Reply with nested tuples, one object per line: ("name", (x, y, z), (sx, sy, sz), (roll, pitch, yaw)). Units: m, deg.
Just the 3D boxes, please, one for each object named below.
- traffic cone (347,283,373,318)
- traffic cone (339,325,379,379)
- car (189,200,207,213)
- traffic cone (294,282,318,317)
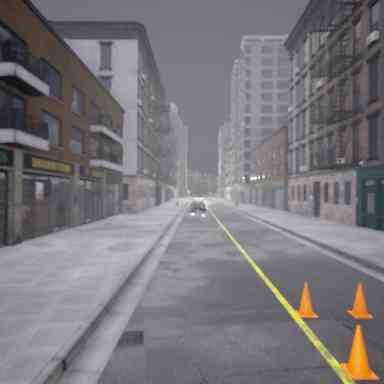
("traffic cone", (3.124, 1.992, 6.194), (0.340, 0.580, 0.340), (0, 0, 1))
("traffic cone", (2.105, 1.981, 4.204), (0.340, 0.580, 0.340), (0, 0, 1))
("car", (0.712, 1.610, 38.301), (2.033, 1.411, 5.357), (0, 0, 1))
("traffic cone", (2.124, 1.984, 6.204), (0.340, 0.580, 0.340), (0, 0, 1))
